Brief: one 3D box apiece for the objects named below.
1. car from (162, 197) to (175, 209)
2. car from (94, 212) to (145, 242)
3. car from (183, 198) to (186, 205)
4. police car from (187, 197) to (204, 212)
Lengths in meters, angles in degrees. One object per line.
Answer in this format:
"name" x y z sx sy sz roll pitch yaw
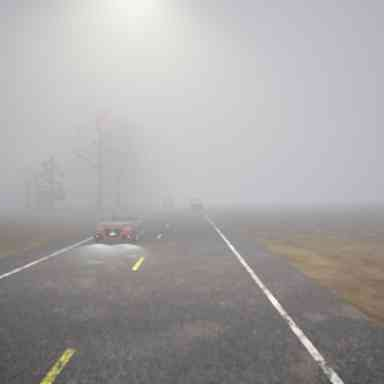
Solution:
"car" -4.126 1.888 59.587 2.150 2.045 5.566 0 -1 -1
"car" -3.644 1.750 17.250 1.994 1.385 4.181 0 -1 0
"car" -1.099 2.189 81.501 2.097 1.767 4.553 0 -1 -2
"police car" 0.699 1.943 46.905 1.930 1.638 5.238 0 -1 -1
